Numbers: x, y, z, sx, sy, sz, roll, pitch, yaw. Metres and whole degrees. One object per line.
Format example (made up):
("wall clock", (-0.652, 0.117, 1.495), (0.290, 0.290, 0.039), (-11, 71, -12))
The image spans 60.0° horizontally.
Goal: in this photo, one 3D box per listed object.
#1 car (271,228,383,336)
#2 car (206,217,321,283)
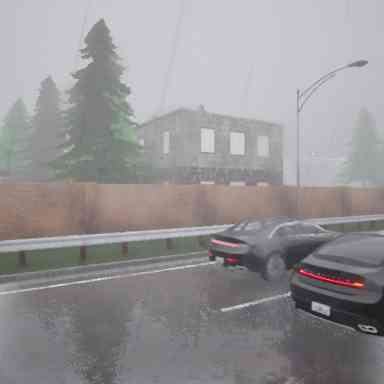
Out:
("car", (3.947, 1.503, 6.278), (4.892, 1.490, 1.837), (0, 0, -33))
("car", (2.717, 1.491, 9.652), (4.902, 1.511, 2.128), (0, 0, -33))
